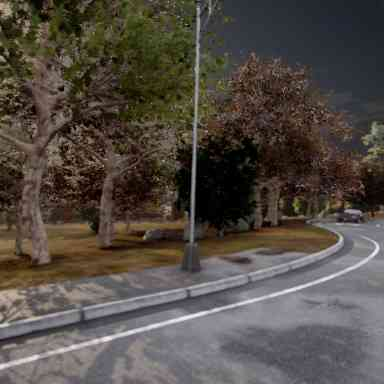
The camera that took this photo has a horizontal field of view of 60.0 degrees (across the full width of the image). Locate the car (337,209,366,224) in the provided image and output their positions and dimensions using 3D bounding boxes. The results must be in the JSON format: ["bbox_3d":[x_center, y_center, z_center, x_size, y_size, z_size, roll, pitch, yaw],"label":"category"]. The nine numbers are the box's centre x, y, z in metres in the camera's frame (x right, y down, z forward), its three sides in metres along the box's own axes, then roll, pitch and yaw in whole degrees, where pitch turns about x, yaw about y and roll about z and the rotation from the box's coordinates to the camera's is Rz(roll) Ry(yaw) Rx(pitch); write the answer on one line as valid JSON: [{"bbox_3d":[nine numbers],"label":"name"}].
[{"bbox_3d":[16.355,2.464,34.166,1.812,1.442,4.674,0,-2,38],"label":"car"}]
